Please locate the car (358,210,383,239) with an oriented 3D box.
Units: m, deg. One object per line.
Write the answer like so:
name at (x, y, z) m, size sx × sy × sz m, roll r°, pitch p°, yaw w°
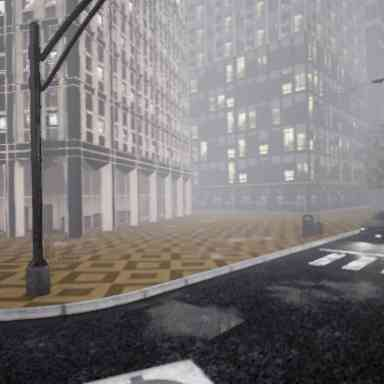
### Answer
car at (10.486, 1.677, 17.544) m, size 2.033 × 1.411 × 5.357 m, roll -2°, pitch -1°, yaw 42°
